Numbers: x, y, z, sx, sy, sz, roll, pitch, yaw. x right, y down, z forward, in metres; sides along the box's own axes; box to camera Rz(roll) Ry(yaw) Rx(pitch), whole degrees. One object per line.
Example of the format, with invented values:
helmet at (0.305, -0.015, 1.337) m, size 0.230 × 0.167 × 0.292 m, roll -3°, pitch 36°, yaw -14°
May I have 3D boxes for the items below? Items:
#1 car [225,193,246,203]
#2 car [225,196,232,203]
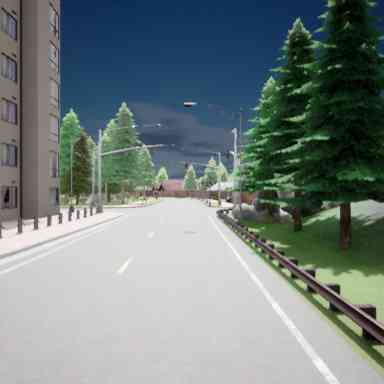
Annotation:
car at (8.432, 1.119, 64.914) m, size 3.866 × 1.878 × 1.905 m, roll 0°, pitch 0°, yaw -1°
car at (8.846, 1.117, 62.404) m, size 4.605 × 1.855 × 1.932 m, roll 0°, pitch 0°, yaw -1°
